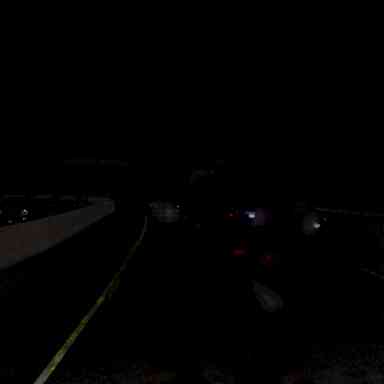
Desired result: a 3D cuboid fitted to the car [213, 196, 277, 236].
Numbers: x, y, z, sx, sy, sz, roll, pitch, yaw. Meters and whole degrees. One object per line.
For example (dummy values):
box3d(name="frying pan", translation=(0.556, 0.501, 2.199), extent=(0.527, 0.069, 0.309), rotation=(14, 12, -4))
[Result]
box3d(name="car", translation=(2.603, 1.228, 18.499), extent=(2.150, 2.045, 5.566), rotation=(0, 0, -5))

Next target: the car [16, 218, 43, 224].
box3d(name="car", translation=(-12.370, 1.383, 24.313), extent=(2.097, 1.767, 4.553), rotation=(0, 0, -8))

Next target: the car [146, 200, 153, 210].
box3d(name="car", translation=(-4.793, 1.631, 42.793), extent=(1.895, 1.301, 4.718), rotation=(0, 0, -12))

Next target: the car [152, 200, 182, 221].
box3d(name="car", translation=(-1.988, 1.582, 27.287), extent=(1.994, 1.385, 4.181), rotation=(0, 0, -8))

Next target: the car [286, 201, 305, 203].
box3d(name="car", translation=(8.508, 1.482, 28.072), extent=(1.882, 1.535, 5.008), rotation=(0, 0, -8))

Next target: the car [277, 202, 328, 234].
box3d(name="car", translation=(6.046, 1.528, 19.060), extent=(1.812, 1.442, 4.674), rotation=(0, 0, -5))
